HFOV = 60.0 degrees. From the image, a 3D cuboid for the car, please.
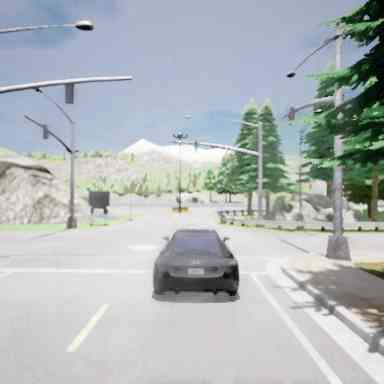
[{"bbox_3d":[0.110,1.681,9.076,1.994,1.385,4.181,0,-1,1],"label":"car"}]
